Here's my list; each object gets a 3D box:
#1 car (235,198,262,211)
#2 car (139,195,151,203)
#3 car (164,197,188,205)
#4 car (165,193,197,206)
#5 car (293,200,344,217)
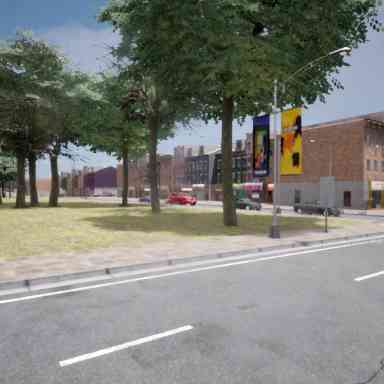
[{"bbox_3d":[6.363,1.496,40.456,1.837,1.490,4.892,1,0,-35],"label":"car"},{"bbox_3d":[-8.779,1.401,66.612,2.033,1.411,5.357,1,0,-35],"label":"car"},{"bbox_3d":[-2.907,1.488,58.461,1.895,1.301,4.718,1,0,-35],"label":"car"},{"bbox_3d":[-1.538,1.121,51.573,2.150,2.045,5.566,1,0,-35],"label":"car"},{"bbox_3d":[12.193,1.588,32.268,1.837,1.490,4.892,1,0,-35],"label":"car"}]
